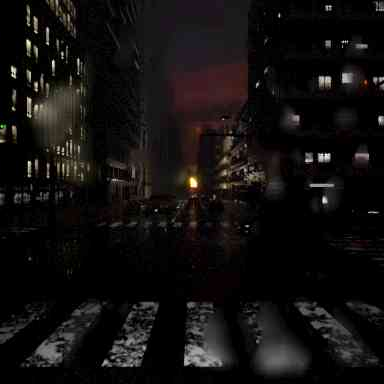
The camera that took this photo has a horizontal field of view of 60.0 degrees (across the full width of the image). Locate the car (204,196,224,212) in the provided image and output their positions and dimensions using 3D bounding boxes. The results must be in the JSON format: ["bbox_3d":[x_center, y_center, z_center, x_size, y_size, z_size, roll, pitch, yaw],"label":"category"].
[{"bbox_3d":[2.749,1.540,38.623,2.008,1.369,4.403,-1,0,0],"label":"car"}]

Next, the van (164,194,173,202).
[{"bbox_3d":[-5.558,1.322,78.221,1.690,1.788,3.998,-1,0,0],"label":"van"}]

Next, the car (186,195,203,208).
[{"bbox_3d":[0.188,1.465,47.256,1.882,1.535,5.008,0,0,0],"label":"car"}]

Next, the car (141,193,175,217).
[{"bbox_3d":[-3.045,1.212,31.115,2.150,2.045,5.566,0,0,0],"label":"car"}]

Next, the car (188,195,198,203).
[{"bbox_3d":[0.193,1.488,70.928,2.128,1.511,4.902,0,0,0],"label":"car"}]

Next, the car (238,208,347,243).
[{"bbox_3d":[4.669,1.514,15.720,4.892,1.490,1.837,1,0,1],"label":"car"}]

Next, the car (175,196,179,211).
[{"bbox_3d":[-3.016,1.210,41.594,2.150,2.045,5.566,0,0,0],"label":"car"}]

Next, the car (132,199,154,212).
[{"bbox_3d":[-5.631,1.555,38.639,1.947,1.339,4.313,-1,0,0],"label":"car"}]

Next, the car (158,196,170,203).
[{"bbox_3d":[-5.576,1.528,66.911,1.887,1.381,4.507,-1,0,0],"label":"car"}]

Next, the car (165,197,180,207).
[{"bbox_3d":[-2.990,1.534,52.138,2.033,1.411,5.357,0,0,0],"label":"car"}]

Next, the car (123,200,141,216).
[{"bbox_3d":[-5.642,1.516,32.814,1.752,1.417,4.829,-1,0,0],"label":"car"}]

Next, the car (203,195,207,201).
[{"bbox_3d":[2.813,1.422,72.551,1.967,1.590,4.097,-1,0,0],"label":"car"}]

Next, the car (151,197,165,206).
[{"bbox_3d":[-5.598,1.530,55.602,1.887,1.381,4.507,-1,0,0],"label":"car"}]
